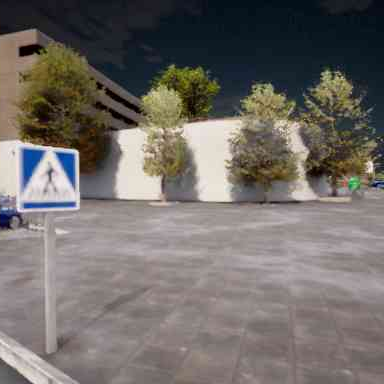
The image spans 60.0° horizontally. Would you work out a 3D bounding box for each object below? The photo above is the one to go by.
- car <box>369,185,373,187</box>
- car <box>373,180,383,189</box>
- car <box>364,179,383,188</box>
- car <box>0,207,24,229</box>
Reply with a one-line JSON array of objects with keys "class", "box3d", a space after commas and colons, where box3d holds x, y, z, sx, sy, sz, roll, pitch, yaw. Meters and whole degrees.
[{"class": "car", "box3d": [37.590, -1.591, 65.413, 5.008, 1.535, 2.097, -4, 1, -5]}, {"class": "car", "box3d": [36.069, -1.331, 59.705, 4.892, 1.521, 2.231, -4, 2, -4]}, {"class": "car", "box3d": [38.343, -1.715, 68.276, 5.008, 1.535, 2.097, -4, 1, -5]}, {"class": "car", "box3d": [-9.959, 1.018, 14.881, 2.097, 1.535, 5.008, 2, 0, 20]}]
